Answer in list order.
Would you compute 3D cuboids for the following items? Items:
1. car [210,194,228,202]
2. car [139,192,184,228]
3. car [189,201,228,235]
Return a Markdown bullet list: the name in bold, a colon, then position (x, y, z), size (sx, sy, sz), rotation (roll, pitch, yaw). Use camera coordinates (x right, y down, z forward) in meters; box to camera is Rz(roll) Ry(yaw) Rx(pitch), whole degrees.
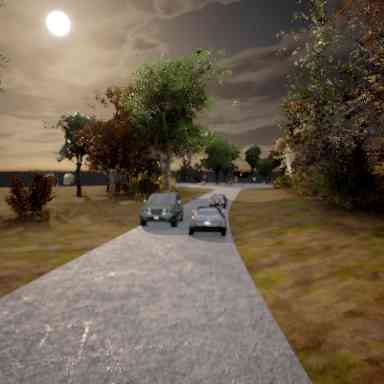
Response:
- **car**: position (2.957, 0.915, 36.852), size (2.033, 1.411, 5.357), rotation (1, 3, 8)
- **car**: position (-1.802, 1.047, 21.524), size (2.150, 2.045, 5.566), rotation (1, 1, 5)
- **car**: position (0.909, 1.474, 18.485), size (1.994, 1.385, 4.181), rotation (0, 1, 4)
